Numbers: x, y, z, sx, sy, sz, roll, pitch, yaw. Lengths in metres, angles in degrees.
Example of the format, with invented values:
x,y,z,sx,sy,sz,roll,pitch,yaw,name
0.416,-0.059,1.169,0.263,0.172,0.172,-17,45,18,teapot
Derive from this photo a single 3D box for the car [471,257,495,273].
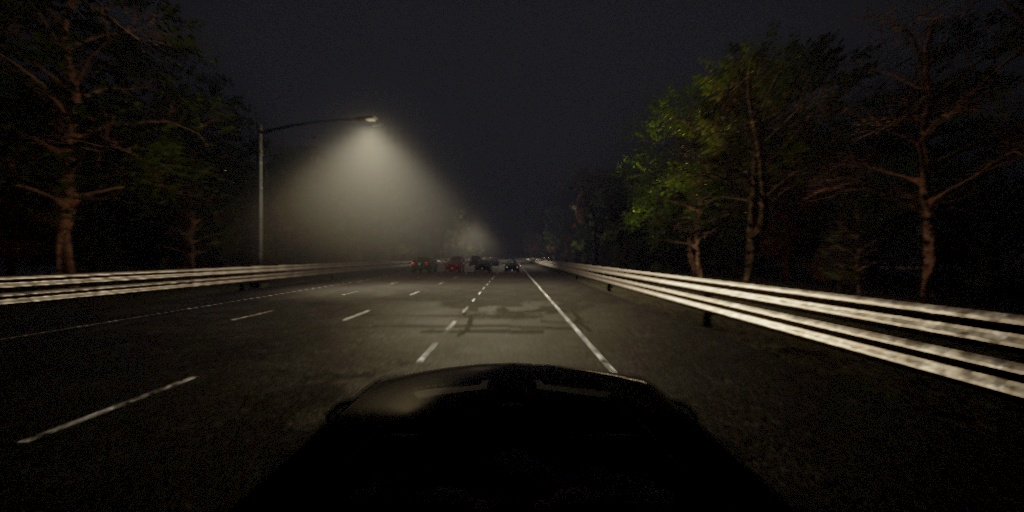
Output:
x,y,z,sx,sy,sz,roll,pitch,yaw,name
-3.486,1.248,44.342,1.882,1.535,5.008,0,0,0,car

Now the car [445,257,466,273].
x,y,z,sx,sy,sz,roll,pitch,yaw,name
-6.987,1.248,44.332,1.882,1.535,5.008,0,0,0,car

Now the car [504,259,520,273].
x,y,z,sx,sy,sz,roll,pitch,yaw,name
0.010,1.372,44.305,1.895,1.301,4.718,0,0,0,car

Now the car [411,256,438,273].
x,y,z,sx,sy,sz,roll,pitch,yaw,name
-10.496,0.993,43.298,2.150,2.045,5.566,0,0,0,car
